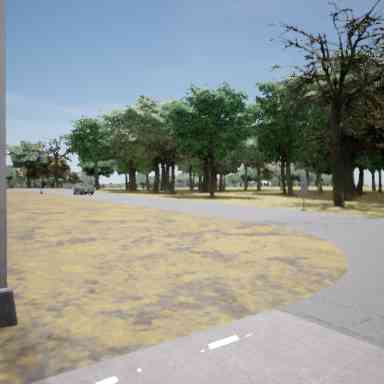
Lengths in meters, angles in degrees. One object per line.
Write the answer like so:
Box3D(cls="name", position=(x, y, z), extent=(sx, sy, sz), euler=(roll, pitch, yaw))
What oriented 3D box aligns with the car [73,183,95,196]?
Box3D(cls="car", position=(-18.465, -0.459, 56.660), extent=(2.150, 2.045, 5.566), euler=(-1, 2, -36))
